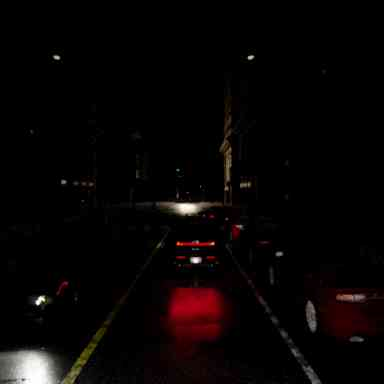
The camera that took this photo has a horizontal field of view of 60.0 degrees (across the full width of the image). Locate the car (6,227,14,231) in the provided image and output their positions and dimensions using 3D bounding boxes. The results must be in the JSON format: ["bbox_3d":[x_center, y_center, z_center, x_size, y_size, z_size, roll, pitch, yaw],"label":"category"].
[{"bbox_3d":[-5.772,1.644,6.653,1.947,1.339,4.313,-1,-1,0],"label":"car"}]

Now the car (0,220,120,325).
[{"bbox_3d":[-3.064,1.639,7.765,2.033,1.411,5.357,0,-1,0],"label":"car"}]

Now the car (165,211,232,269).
[{"bbox_3d":[0.103,1.640,11.566,1.837,1.490,4.892,0,-1,0],"label":"car"}]

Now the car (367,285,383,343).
[{"bbox_3d":[2.752,1.581,1.146,1.947,1.339,4.313,-1,-1,0],"label":"car"}]

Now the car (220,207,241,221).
[{"bbox_3d":[2.755,1.751,17.661,1.887,1.381,4.507,-1,-1,0],"label":"car"}]

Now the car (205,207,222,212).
[{"bbox_3d":[2.381,1.862,26.381,2.033,1.411,5.357,0,-1,36],"label":"car"}]

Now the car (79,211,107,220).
[{"bbox_3d":[-5.770,1.750,17.663,1.887,1.381,4.507,-1,-1,0],"label":"car"}]

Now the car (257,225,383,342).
[{"bbox_3d":[2.753,1.623,6.650,1.887,1.381,4.507,-1,-1,0],"label":"car"}]

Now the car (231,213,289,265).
[{"bbox_3d":[2.754,1.687,12.155,1.887,1.381,4.507,-1,-1,0],"label":"car"}]

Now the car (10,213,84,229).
[{"bbox_3d":[-5.771,1.692,12.157,2.008,1.369,4.403,-1,-1,0],"label":"car"}]
